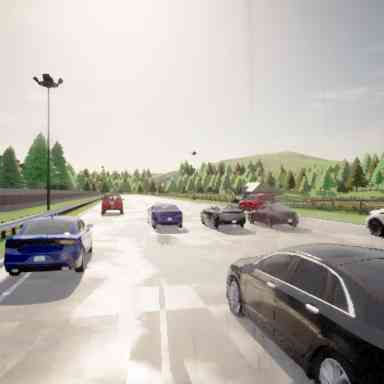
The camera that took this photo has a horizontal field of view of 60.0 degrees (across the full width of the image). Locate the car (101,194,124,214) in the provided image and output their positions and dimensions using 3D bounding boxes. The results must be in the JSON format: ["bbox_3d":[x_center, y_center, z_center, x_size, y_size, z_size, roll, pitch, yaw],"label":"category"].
[{"bbox_3d":[-8.314,1.219,34.901,2.150,2.045,5.566,0,0,-12],"label":"car"}]

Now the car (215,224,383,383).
[{"bbox_3d":[1.962,1.505,4.746,1.837,1.490,4.892,0,0,-12],"label":"car"}]

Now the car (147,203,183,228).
[{"bbox_3d":[-1.862,1.476,22.076,1.882,1.535,5.008,0,0,-12],"label":"car"}]

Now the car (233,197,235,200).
[{"bbox_3d":[9.387,1.210,60.771,3.866,1.878,1.905,0,0,-12],"label":"car"}]

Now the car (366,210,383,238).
[{"bbox_3d":[10.472,1.221,14.922,2.150,2.045,5.566,0,0,-12],"label":"car"}]

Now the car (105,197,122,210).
[{"bbox_3d":[-10.616,1.489,45.109,2.128,1.511,4.902,0,0,-12],"label":"car"}]

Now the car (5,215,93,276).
[{"bbox_3d":[-4.258,1.477,10.543,1.882,1.535,5.008,0,0,-12],"label":"car"}]

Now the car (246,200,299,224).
[{"bbox_3d":[5.314,1.524,21.987,1.812,1.442,4.674,0,0,-13],"label":"car"}]

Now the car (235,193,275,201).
[{"bbox_3d":[6.466,1.220,33.065,2.150,2.045,5.566,0,0,-12],"label":"car"}]

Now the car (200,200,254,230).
[{"bbox_3d":[1.874,1.491,21.391,2.128,1.511,4.902,0,0,-12],"label":"car"}]
